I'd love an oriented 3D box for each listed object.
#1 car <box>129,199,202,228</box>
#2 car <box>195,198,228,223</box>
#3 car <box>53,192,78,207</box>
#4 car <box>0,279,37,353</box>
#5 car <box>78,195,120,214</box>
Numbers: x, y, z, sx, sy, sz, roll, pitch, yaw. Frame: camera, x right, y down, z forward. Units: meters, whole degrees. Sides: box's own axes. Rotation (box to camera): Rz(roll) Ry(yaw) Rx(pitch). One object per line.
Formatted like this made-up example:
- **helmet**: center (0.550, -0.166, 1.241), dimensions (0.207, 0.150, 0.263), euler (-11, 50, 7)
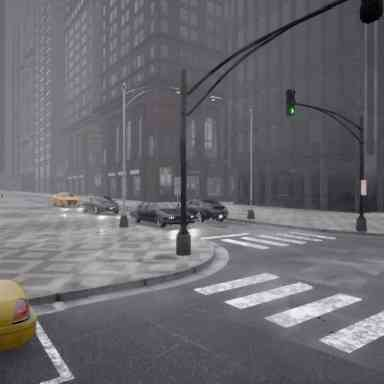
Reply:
- **car**: center (-2.006, 1.237, 20.199), dimensions (2.033, 1.411, 5.357), euler (0, 1, -36)
- **car**: center (0.356, 1.190, 22.393), dimensions (1.837, 1.490, 4.892), euler (0, 1, -36)
- **car**: center (-13.873, 0.798, 36.627), dimensions (1.882, 1.535, 5.008), euler (0, 1, -35)
- **car**: center (-4.357, 1.525, 3.536), dimensions (4.829, 1.417, 1.752), euler (0, 0, -36)
- **car**: center (-7.775, 1.011, 28.182), dimensions (1.837, 1.490, 4.892), euler (0, 1, -36)
